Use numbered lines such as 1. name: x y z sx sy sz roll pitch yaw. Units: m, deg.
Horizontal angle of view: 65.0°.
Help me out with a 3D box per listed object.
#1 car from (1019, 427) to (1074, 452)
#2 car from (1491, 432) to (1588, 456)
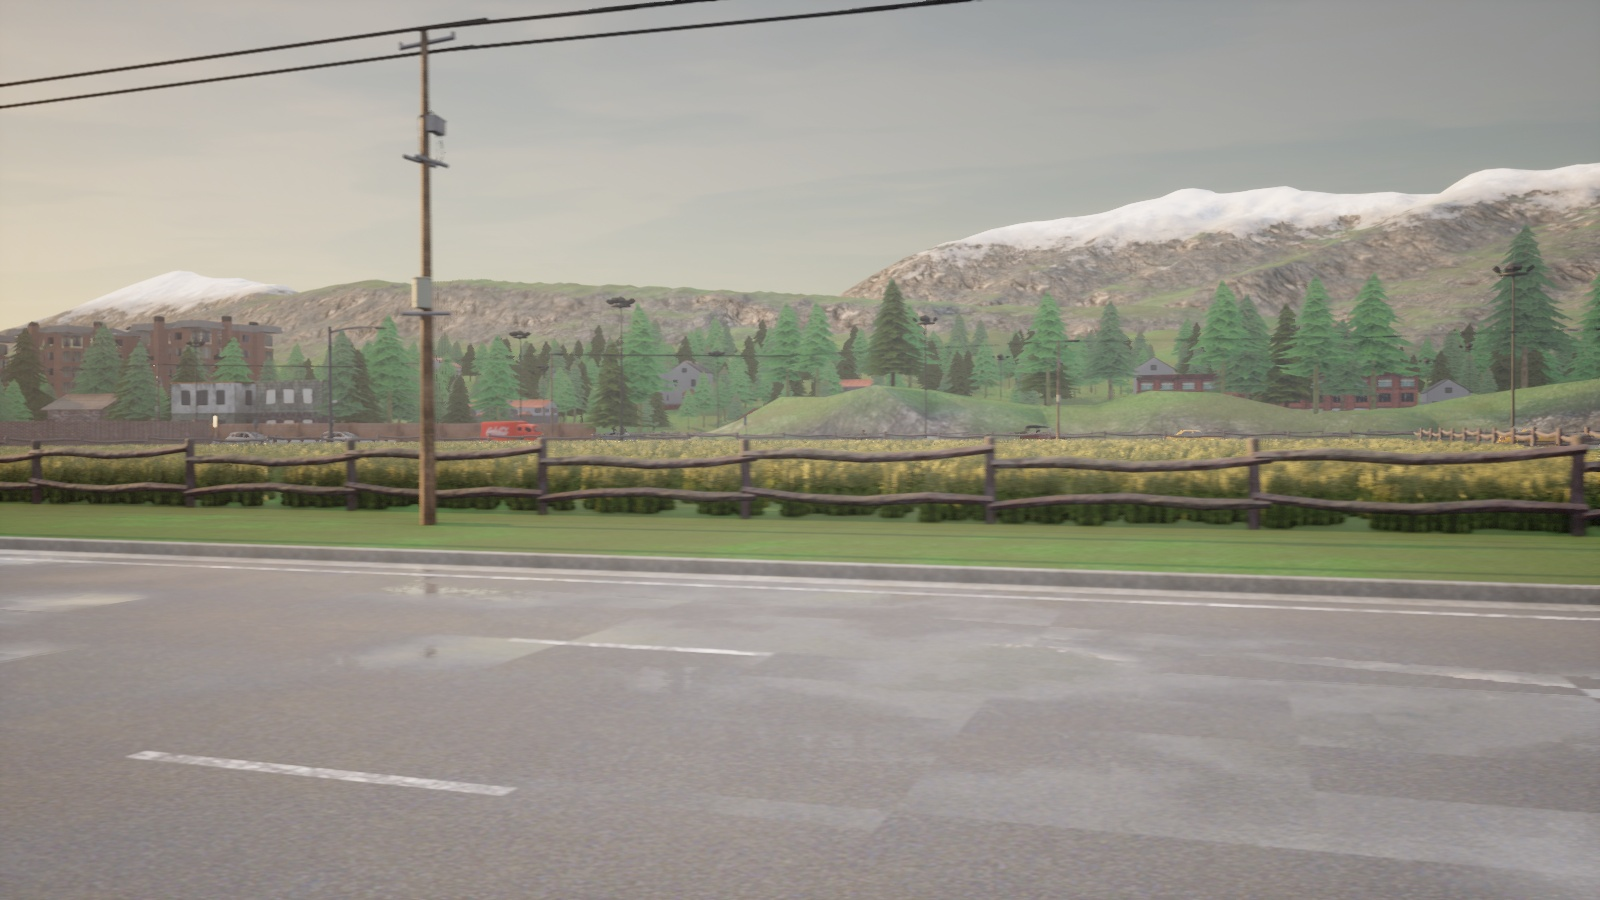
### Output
1. car: 18.709 -0.816 95.090 3.866 1.878 1.905 0 1 18
2. car: 49.874 -0.425 84.765 5.366 1.575 1.801 0 1 18
